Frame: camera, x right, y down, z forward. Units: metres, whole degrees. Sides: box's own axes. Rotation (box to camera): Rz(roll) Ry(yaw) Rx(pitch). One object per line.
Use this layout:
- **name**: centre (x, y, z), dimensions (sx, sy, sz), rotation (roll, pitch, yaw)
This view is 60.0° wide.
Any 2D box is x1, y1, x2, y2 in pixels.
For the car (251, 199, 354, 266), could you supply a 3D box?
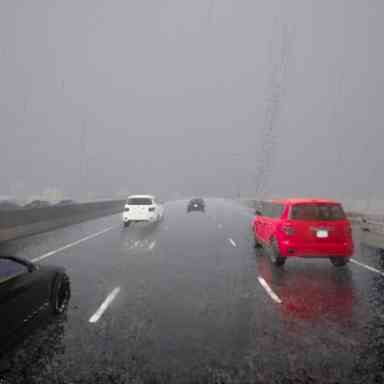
- **car**: centre (3.543, 1.235, 11.681), dimensions (2.150, 2.045, 5.566), rotation (0, 0, 0)

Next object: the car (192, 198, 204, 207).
- **car**: centre (1.043, 1.683, 55.935), dimensions (1.994, 1.385, 4.181), rotation (0, 0, 2)

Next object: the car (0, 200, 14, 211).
- **car**: centre (-20.603, 1.616, 36.585), dimensions (1.994, 1.385, 4.181), rotation (0, 0, 1)

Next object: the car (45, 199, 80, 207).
- **car**: centre (-13.613, 1.529, 36.162), dimensions (1.882, 1.535, 5.008), rotation (0, 0, 1)

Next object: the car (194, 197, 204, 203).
- **car**: centre (1.602, 1.747, 73.460), dimensions (1.994, 1.385, 4.181), rotation (0, 0, 3)

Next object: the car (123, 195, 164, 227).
- **car**: centre (-3.230, 1.251, 23.035), dimensions (2.150, 2.045, 5.566), rotation (0, 0, 1)

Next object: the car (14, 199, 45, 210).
- **car**: centre (-17.097, 1.611, 36.723), dimensions (1.837, 1.490, 4.892), rotation (0, 0, 1)

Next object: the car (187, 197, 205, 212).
- **car**: centre (0.491, 1.562, 39.270), dimensions (2.163, 1.488, 4.792), rotation (0, 0, 1)

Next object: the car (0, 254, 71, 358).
- **car**: centre (-3.383, 1.568, 4.891), dimensions (1.994, 1.385, 4.181), rotation (0, 0, 0)
